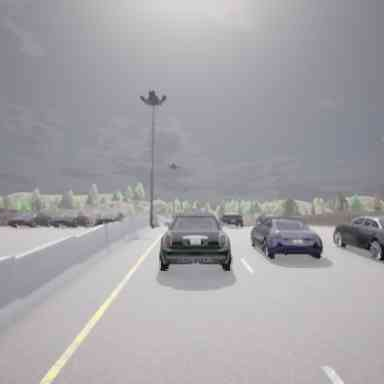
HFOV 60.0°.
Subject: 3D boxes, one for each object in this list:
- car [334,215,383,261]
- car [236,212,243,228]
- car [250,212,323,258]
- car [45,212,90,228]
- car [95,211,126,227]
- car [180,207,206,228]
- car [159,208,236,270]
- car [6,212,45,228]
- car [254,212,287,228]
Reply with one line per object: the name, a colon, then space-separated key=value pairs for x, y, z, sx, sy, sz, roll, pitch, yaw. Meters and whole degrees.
car: x=7.097 y=1.603 z=12.614 sx=2.128 sy=1.511 sz=4.902 roll=0 pitch=-1 yaw=0
car: x=3.593 y=2.558 z=31.413 sx=1.882 sy=1.535 sz=5.008 roll=0 pitch=-5 yaw=0
car: x=3.597 y=1.686 z=13.304 sx=1.994 sy=1.385 sz=4.181 roll=0 pitch=-1 yaw=0
car: x=-10.605 y=2.465 z=29.478 sx=2.033 sy=1.411 sz=5.357 roll=0 pitch=-4 yaw=0
car: x=-7.103 y=2.398 z=29.507 sx=1.882 sy=1.535 sz=5.008 roll=0 pitch=-5 yaw=0
car: x=0.093 y=2.259 z=29.349 sx=2.097 sy=1.767 sz=4.553 roll=0 pitch=-5 yaw=0
car: x=0.097 y=1.447 z=11.501 sx=2.097 sy=1.767 sz=4.553 roll=0 pitch=-1 yaw=0
car: x=-14.105 y=2.460 z=29.426 sx=2.033 sy=1.411 sz=5.357 roll=0 pitch=-4 yaw=0
car: x=7.093 y=2.565 z=30.490 sx=1.994 sy=1.385 sz=4.181 roll=0 pitch=-5 yaw=0
